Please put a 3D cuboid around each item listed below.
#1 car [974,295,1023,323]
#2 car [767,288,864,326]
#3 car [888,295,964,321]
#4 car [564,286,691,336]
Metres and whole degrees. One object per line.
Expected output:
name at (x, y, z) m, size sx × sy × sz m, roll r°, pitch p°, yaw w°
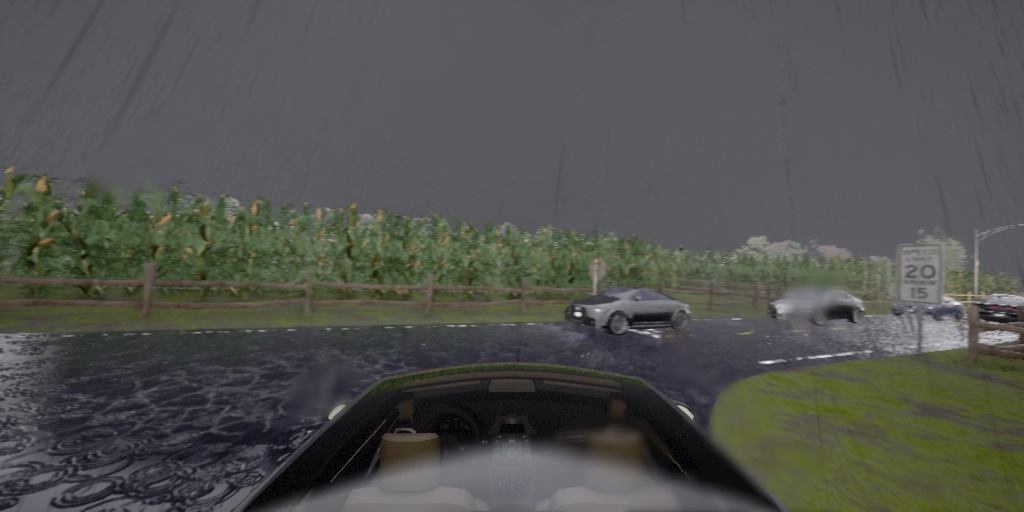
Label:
car at (25.903, 2.857, 18.395) m, size 5.008 × 1.535 × 1.882 m, roll 3°, pitch -2°, yaw -24°
car at (13.744, 2.225, 16.206) m, size 4.902 × 1.511 × 2.128 m, roll 3°, pitch -2°, yaw -24°
car at (24.271, 2.899, 20.889) m, size 4.674 × 1.442 × 1.812 m, roll 4°, pitch -2°, yaw -24°
car at (3.821, 1.700, 11.801) m, size 4.181 × 1.385 × 1.994 m, roll 3°, pitch -2°, yaw -25°
